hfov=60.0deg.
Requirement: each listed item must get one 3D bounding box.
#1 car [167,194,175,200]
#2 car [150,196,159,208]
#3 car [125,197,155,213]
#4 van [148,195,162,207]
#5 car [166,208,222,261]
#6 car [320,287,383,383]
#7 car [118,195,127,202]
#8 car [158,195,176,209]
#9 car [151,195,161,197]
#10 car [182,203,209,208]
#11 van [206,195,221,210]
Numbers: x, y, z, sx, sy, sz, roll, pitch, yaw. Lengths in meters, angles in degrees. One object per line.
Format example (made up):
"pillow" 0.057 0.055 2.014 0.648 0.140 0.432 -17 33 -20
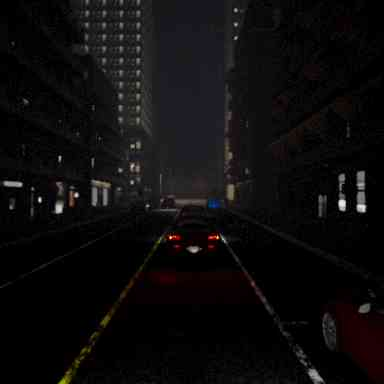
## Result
"car" -5.698 1.432 91.066 1.967 1.590 4.097 1 0 0
"car" -5.655 1.580 41.919 1.802 1.307 4.206 1 0 0
"car" -5.653 1.549 36.378 2.008 1.369 4.403 1 0 0
"van" -5.823 1.338 53.000 1.690 1.788 3.998 1 0 0
"car" 0.070 1.526 12.163 1.812 1.442 4.674 0 0 0
"car" 2.703 1.583 3.191 1.802 1.307 4.206 1 0 0
"car" -16.511 1.491 75.643 4.097 1.590 1.967 0 -1 0
"car" -3.099 1.545 44.546 2.033 1.411 5.357 0 0 0
"car" -5.656 1.563 47.459 1.947 1.339 4.313 1 0 0
"car" 0.056 1.600 25.040 1.895 1.301 4.718 0 0 0
"van" 2.697 1.339 41.974 1.690 1.788 3.998 1 0 0
